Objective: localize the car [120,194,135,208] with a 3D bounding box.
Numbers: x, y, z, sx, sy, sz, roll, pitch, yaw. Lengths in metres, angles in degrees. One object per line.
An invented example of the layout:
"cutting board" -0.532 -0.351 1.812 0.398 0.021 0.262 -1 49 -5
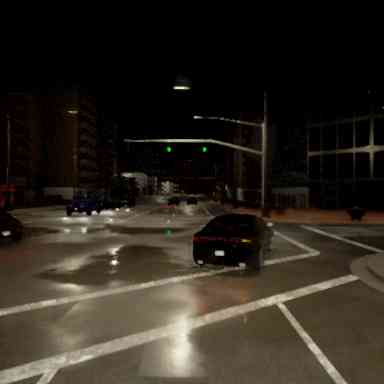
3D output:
"car" -10.487 1.399 53.266 2.150 2.045 5.566 0 -1 0

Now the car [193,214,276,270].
"car" 1.588 1.457 11.170 1.882 1.535 5.008 -1 0 20

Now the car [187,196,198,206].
"car" 0.030 1.762 62.383 1.882 1.535 5.008 0 -1 0

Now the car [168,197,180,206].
"car" -3.475 1.796 61.389 1.812 1.442 4.674 0 -1 0

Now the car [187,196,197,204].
"car" 0.029 1.746 72.609 2.097 1.767 4.553 0 -1 0

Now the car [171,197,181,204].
"car" -3.471 1.804 71.392 1.837 1.490 4.892 0 -1 0

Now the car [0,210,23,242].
"car" -9.276 1.485 14.881 4.674 1.442 1.812 0 0 39

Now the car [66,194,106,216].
"car" -10.556 1.213 32.983 2.150 2.045 5.566 0 0 0

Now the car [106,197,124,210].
"car" -10.532 1.672 43.052 1.895 1.301 4.718 0 -1 1
